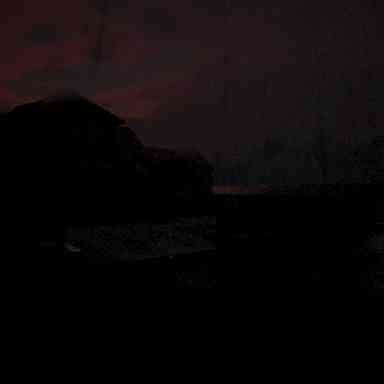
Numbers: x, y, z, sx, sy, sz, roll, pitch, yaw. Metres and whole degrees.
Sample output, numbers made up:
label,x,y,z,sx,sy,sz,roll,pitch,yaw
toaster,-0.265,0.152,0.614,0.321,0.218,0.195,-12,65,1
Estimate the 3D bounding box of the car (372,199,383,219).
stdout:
label,x,y,z,sx,sy,sz,roll,pitch,yaw
car,15.177,1.352,26.290,2.097,1.767,4.553,0,0,-36
